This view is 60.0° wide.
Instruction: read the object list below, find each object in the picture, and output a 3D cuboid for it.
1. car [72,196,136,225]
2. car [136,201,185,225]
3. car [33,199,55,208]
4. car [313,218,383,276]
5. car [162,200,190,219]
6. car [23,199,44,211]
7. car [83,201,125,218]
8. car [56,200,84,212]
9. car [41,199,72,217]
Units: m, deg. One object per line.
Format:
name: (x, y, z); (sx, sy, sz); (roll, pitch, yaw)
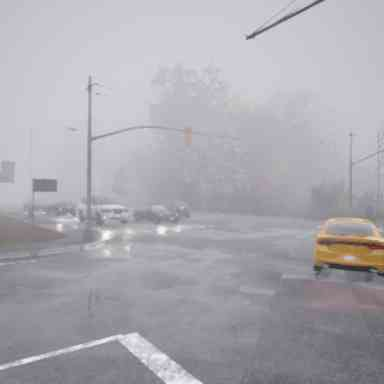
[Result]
car: (-6.768, 1.308, 25.049); (2.150, 2.045, 5.566); (1, 0, -39)
car: (-2.889, 1.647, 25.780); (1.812, 1.442, 4.674); (1, 0, -39)
car: (-22.253, 1.704, 50.041); (1.895, 1.301, 4.718); (1, 0, -38)
car: (5.137, 1.579, 10.916); (1.882, 1.535, 5.008); (1, 0, 25)
car: (-2.177, 1.507, 30.828); (2.097, 1.767, 4.553); (1, 0, -39)
car: (-19.193, 1.600, 40.566); (1.812, 1.442, 4.674); (1, 0, -39)
car: (-8.872, 1.663, 33.273); (2.033, 1.411, 5.357); (1, 0, -38)
car: (-15.151, 1.674, 41.105); (1.994, 1.385, 4.181); (1, 0, -39)
car: (-12.875, 1.681, 32.665); (1.895, 1.301, 4.718); (1, 0, -39)
